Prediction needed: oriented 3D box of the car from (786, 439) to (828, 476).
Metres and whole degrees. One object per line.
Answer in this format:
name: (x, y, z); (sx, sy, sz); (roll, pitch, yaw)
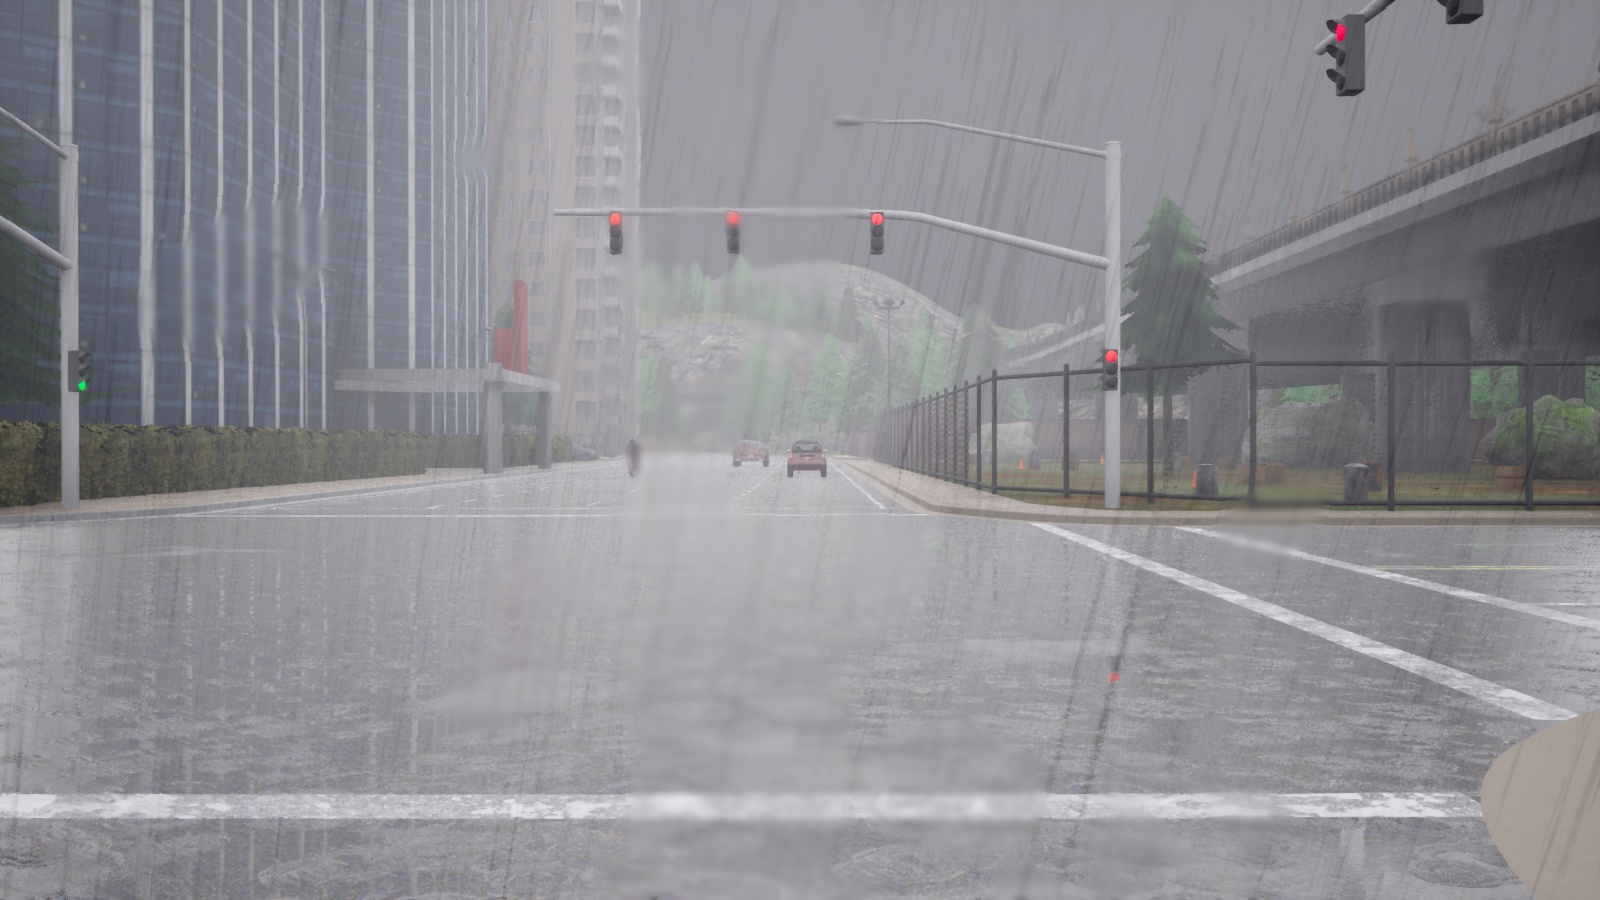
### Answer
car: (0.311, 0.325, 56.600); (1.851, 1.617, 3.988); (0, 0, 0)

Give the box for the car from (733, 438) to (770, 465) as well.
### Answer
car: (-3.065, 0.069, 80.360); (2.152, 1.651, 5.027); (0, 0, 0)
